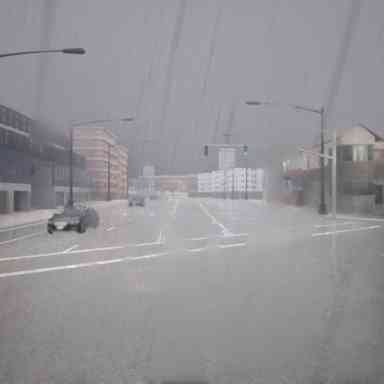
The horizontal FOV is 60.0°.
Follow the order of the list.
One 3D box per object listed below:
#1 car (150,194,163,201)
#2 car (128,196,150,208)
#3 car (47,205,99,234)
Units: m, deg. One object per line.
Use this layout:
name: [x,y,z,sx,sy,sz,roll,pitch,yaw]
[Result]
car: [-8.019,1.099,70.849,2.033,1.411,5.357,0,0,-1]
car: [-7.399,1.320,45.106,2.128,1.511,4.902,0,1,-1]
car: [-6.783,1.548,19.428,2.128,1.511,4.902,0,0,-1]
